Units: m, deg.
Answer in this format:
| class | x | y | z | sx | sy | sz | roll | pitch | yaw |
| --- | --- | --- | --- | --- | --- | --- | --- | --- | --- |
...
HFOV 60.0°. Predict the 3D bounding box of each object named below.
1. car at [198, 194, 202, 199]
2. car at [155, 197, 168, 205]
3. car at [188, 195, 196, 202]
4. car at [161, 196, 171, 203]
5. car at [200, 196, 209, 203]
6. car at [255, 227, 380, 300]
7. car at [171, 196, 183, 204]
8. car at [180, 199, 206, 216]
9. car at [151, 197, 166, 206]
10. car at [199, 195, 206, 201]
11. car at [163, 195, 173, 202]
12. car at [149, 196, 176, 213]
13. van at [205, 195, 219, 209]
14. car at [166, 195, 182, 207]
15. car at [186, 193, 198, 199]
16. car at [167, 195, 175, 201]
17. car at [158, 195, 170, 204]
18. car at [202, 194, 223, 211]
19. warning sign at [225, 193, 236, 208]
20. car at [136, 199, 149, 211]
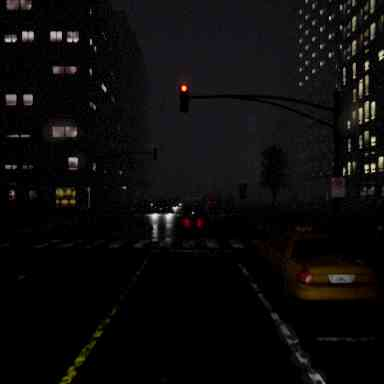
| class | x | y | z | sx | sy | sz | roll | pitch | yaw |
| --- | --- | --- | --- | --- | --- | --- | --- | --- | --- |
| car | 2.692 | 1.358 | 62.634 | 2.192 | 1.841 | 5.009 | 0 | 0 | 0 |
| car | -5.687 | 1.588 | 62.635 | 1.887 | 1.381 | 4.507 | 0 | 0 | 0 |
| car | 0.009 | 1.527 | 79.722 | 2.033 | 1.411 | 5.357 | 0 | 0 | 0 |
| car | -5.686 | 1.644 | 73.689 | 1.802 | 1.307 | 4.206 | 0 | 0 | 0 |
| car | 2.694 | 1.607 | 73.688 | 1.887 | 1.381 | 4.507 | 0 | 0 | 0 |
| car | 2.688 | 1.525 | 8.286 | 1.752 | 1.417 | 4.829 | 0 | 0 | 0 |
| car | -3.002 | 1.598 | 67.659 | 2.033 | 1.411 | 5.357 | 0 | 0 | 0 |
| car | 0.101 | 1.609 | 32.808 | 1.895 | 1.301 | 4.718 | 0 | 0 | 0 |
| car | -5.687 | 1.585 | 57.109 | 2.008 | 1.369 | 4.403 | 0 | 0 | 0 |
| car | 2.696 | 1.620 | 90.438 | 1.752 | 1.417 | 4.829 | 0 | 0 | 0 |
| car | -5.686 | 1.512 | 79.216 | 1.967 | 1.590 | 4.097 | 0 | 0 | 0 |
| car | -3.141 | 1.516 | 36.551 | 1.837 | 1.490 | 4.892 | 0 | 0 | 2 |
| van | 2.691 | 1.361 | 46.054 | 1.690 | 1.788 | 3.998 | 0 | 0 | 0 |
| car | -3.087 | 1.590 | 51.531 | 1.994 | 1.385 | 4.181 | 0 | 0 | 0 |
| car | 0.007 | 1.276 | 69.335 | 2.150 | 2.045 | 5.566 | 0 | 0 | 0 |
| car | -5.684 | 1.619 | 90.099 | 1.752 | 1.417 | 4.829 | 0 | 0 | 0 |
| car | -5.687 | 1.493 | 68.162 | 1.967 | 1.590 | 4.097 | 0 | 0 | 0 |
| car | 2.690 | 1.330 | 40.529 | 2.192 | 1.841 | 5.009 | 0 | 0 | 0 |
| warning sign | 5.077 | 1.133 | 43.785 | 1.300 | 1.860 | 1.060 | 0 | 0 | 0 |
| car | -5.688 | 1.565 | 40.529 | 2.008 | 1.369 | 4.403 | 0 | 0 | 0 |
